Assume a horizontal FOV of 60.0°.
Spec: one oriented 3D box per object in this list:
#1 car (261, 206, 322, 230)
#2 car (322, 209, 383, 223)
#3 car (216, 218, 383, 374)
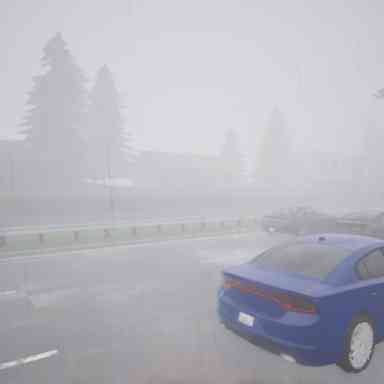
[{"bbox_3d":[5.534,1.452,16.293,4.902,1.511,2.128,0,0,-36],"label":"car"},{"bbox_3d":[7.628,1.465,13.486,4.892,1.490,1.837,0,0,-35],"label":"car"},{"bbox_3d":[2.702,1.462,5.676,5.008,1.535,1.882,0,0,-35],"label":"car"}]
